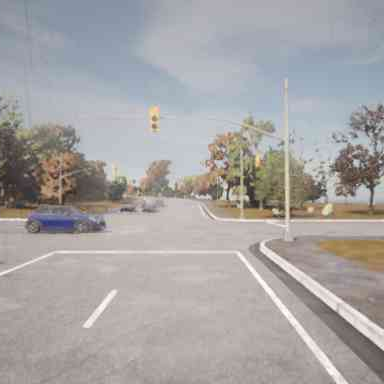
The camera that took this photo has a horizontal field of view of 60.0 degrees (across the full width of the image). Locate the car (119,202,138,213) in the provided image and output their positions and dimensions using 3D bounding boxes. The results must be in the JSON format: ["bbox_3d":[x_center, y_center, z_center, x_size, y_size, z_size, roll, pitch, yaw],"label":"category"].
[{"bbox_3d":[-10.566,2.719,54.627,1.895,1.301,4.718,0,0,0],"label":"car"}]

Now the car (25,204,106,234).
[{"bbox_3d":[-7.721,1.623,20.616,4.553,1.767,2.097,0,-2,4],"label":"car"}]

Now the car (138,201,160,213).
[{"bbox_3d":[-7.066,2.666,54.848,2.033,1.411,5.357,0,0,0],"label":"car"}]

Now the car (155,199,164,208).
[{"bbox_3d":[-7.006,2.338,70.063,2.097,1.767,4.553,0,1,0],"label":"car"}]
